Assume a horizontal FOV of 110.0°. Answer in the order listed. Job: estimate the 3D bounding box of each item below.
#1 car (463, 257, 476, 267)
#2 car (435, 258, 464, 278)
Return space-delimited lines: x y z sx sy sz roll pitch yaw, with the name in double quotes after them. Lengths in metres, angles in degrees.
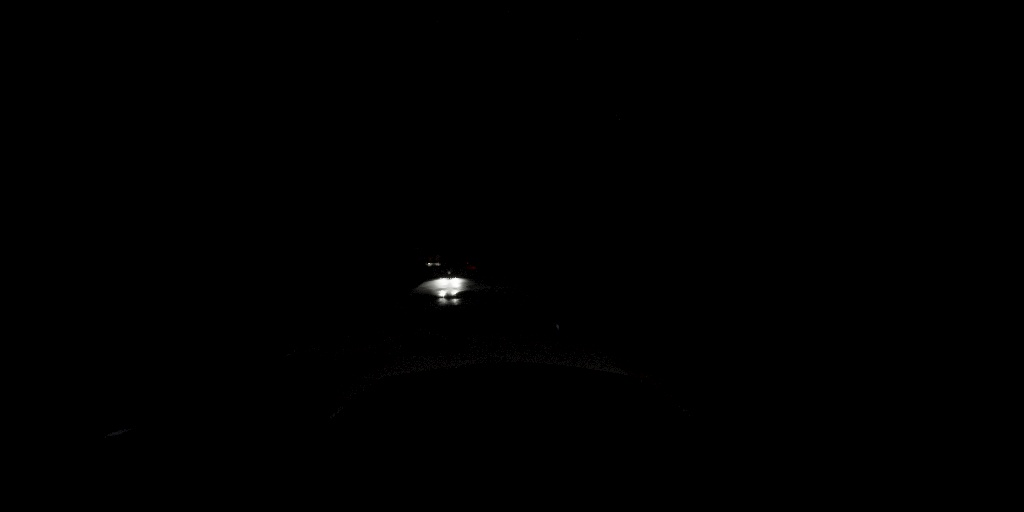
-6.972 0.866 57.230 1.837 1.490 4.892 -2 1 -16 "car"
-5.980 1.225 34.217 2.128 1.511 4.902 -1 1 -10 "car"
